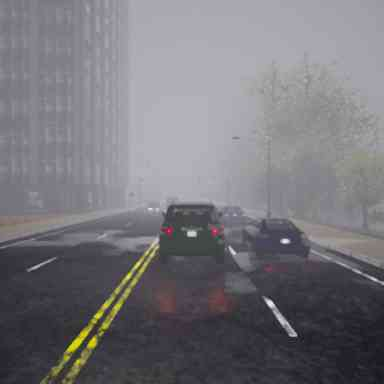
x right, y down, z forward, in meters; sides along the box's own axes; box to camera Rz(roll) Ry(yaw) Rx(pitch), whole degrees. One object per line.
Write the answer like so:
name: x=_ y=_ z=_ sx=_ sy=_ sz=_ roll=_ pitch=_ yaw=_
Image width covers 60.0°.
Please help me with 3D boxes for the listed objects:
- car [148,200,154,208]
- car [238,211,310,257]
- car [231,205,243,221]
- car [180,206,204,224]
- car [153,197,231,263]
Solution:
car: x=-6.572 y=2.136 z=58.973 sx=1.994 sy=1.385 sz=4.181 roll=0 pitch=-1 yaw=0
car: x=3.262 y=1.697 z=13.569 sx=1.994 sy=1.385 sz=4.181 roll=0 pitch=0 yaw=0
car: x=3.250 y=1.815 z=27.505 sx=2.033 sy=1.411 sz=5.357 roll=0 pitch=-1 yaw=0
car: x=0.006 y=1.875 z=28.254 sx=1.895 sy=1.301 sz=4.718 roll=0 pitch=-1 yaw=0
car: x=0.005 y=1.348 z=12.575 sx=2.150 sy=2.045 sz=5.566 roll=0 pitch=0 yaw=0
